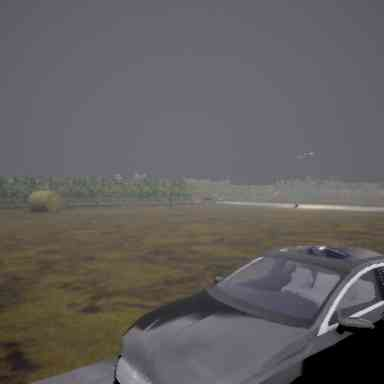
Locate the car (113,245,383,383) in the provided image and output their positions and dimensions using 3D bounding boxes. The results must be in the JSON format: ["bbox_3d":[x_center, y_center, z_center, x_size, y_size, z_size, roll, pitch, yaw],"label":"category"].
[{"bbox_3d":[1.489,1.493,4.094,4.902,1.511,2.128,0,0,-35],"label":"car"}]

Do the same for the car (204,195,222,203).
[{"bbox_3d":[4.142,1.323,66.207,2.128,1.511,4.902,-1,1,-35],"label":"car"}]
